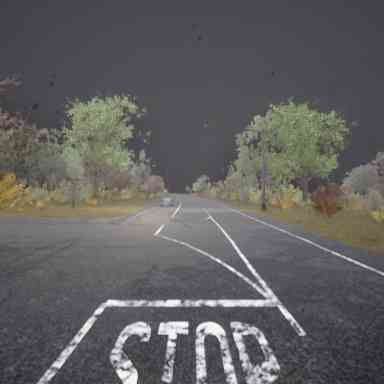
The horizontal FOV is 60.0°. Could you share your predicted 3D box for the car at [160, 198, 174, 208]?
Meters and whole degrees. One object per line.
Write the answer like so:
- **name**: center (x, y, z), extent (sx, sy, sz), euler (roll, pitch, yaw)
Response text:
- **car**: center (-3.673, 1.567, 49.524), extent (1.812, 1.442, 4.674), euler (0, 0, -1)
